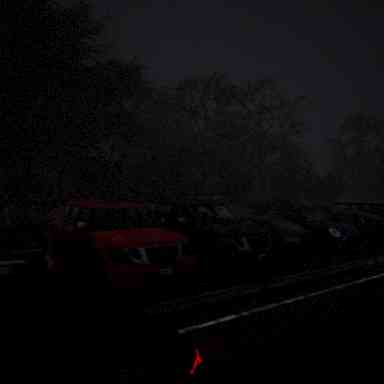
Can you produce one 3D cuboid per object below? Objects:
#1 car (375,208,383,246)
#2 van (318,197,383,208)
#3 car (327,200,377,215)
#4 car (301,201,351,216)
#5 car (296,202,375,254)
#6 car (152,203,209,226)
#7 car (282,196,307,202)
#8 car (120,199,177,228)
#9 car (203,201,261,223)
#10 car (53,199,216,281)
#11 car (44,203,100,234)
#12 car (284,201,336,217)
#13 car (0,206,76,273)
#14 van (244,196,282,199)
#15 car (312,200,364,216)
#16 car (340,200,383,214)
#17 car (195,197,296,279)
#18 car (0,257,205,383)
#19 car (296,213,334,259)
[{"bbox_3d":[6.983,1.617,15.497,2.231,1.521,4.892,1,0,-36],"label":"car"},{"bbox_3d":[9.195,1.417,17.228,1.878,1.987,4.442,1,0,-36],"label":"van"},{"bbox_3d":[19.329,1.797,40.382,2.097,1.535,5.008,0,0,-36],"label":"car"},{"bbox_3d":[14.827,1.807,37.138,2.163,1.488,4.792,0,0,-36],"label":"car"},{"bbox_3d":[4.681,1.463,13.900,2.185,1.767,4.553,1,0,-36],"label":"car"},{"bbox_3d":[-0.994,1.641,25.846,2.163,1.488,4.792,1,0,-36],"label":"car"},{"bbox_3d":[8.011,1.466,32.344,2.435,2.045,5.566,1,0,-36],"label":"car"},{"bbox_3d":[-3.288,1.459,24.282,2.185,1.767,4.553,1,0,-36],"label":"car"},{"bbox_3d":[3.400,1.662,29.246,1.946,1.575,5.366,1,0,-36],"label":"car"},{"bbox_3d":[-2.128,1.257,8.966,2.435,2.045,5.566,1,0,-36],"label":"car"},{"bbox_3d":[-7.680,1.529,20.881,1.946,1.575,5.366,1,0,-36],"label":"car"},{"bbox_3d":[12.527,1.789,35.568,2.163,1.488,4.792,1,0,-36],"label":"car"},{"bbox_3d":[-4.408,1.356,7.335,2.185,1.767,4.553,1,0,-36],"label":"car"},{"bbox_3d":[5.700,1.465,30.803,1.878,1.987,4.442,1,0,-36],"label":"van"},{"bbox_3d":[16.958,1.784,38.923,1.946,1.575,5.366,0,0,-35],"label":"car"},{"bbox_3d":[21.590,1.806,41.995,2.231,1.521,4.892,0,0,-36],"label":"car"},{"bbox_3d":[0.154,1.284,10.595,2.435,2.045,5.566,1,0,-36],"label":"car"},{"bbox_3d":[-1.886,1.561,2.340,4.181,1.385,1.994,1,0,-35],"label":"car"},{"bbox_3d":[2.418,1.602,12.243,2.002,1.452,4.674,1,0,-36],"label":"car"}]
